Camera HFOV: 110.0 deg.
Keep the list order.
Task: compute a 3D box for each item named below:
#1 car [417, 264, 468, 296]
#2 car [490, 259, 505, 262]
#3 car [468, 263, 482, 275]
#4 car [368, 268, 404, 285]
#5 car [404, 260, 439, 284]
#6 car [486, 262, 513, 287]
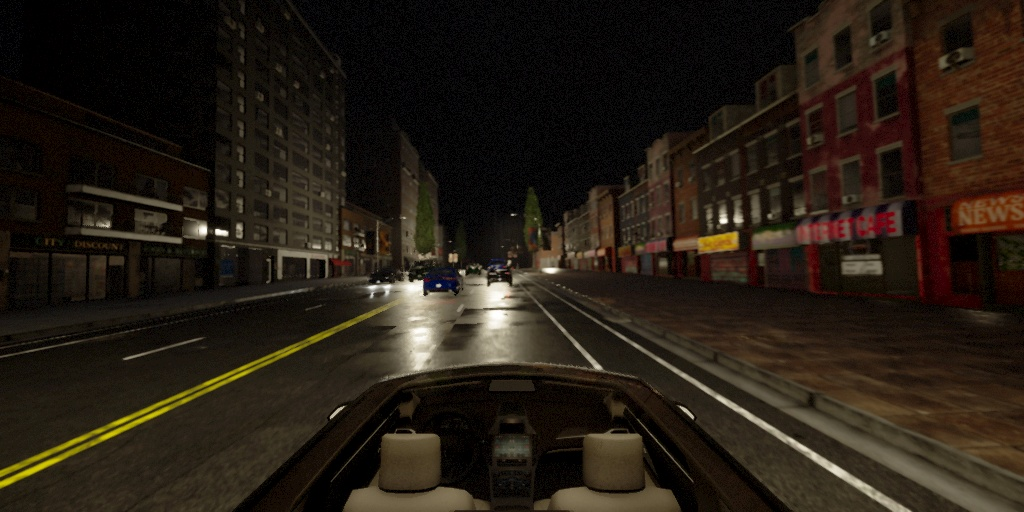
[{"bbox_3d":[-3.921,1.420,21.085,1.882,1.535,5.008,-1,-1,-3],"label":"car"},{"bbox_3d":[-1.707,1.421,42.995,2.150,2.045,5.566,-1,-1,-2],"label":"car"},{"bbox_3d":[-5.209,1.761,49.561,2.097,1.767,4.553,-1,-1,-3],"label":"car"},{"bbox_3d":[-11.123,1.774,32.185,2.033,1.411,5.357,-1,-1,-3],"label":"car"},{"bbox_3d":[-7.908,1.386,32.943,2.150,2.045,5.566,-1,-1,-2],"label":"car"},{"bbox_3d":[-0.934,1.425,26.869,2.128,1.511,4.902,-1,-1,-3],"label":"car"}]
